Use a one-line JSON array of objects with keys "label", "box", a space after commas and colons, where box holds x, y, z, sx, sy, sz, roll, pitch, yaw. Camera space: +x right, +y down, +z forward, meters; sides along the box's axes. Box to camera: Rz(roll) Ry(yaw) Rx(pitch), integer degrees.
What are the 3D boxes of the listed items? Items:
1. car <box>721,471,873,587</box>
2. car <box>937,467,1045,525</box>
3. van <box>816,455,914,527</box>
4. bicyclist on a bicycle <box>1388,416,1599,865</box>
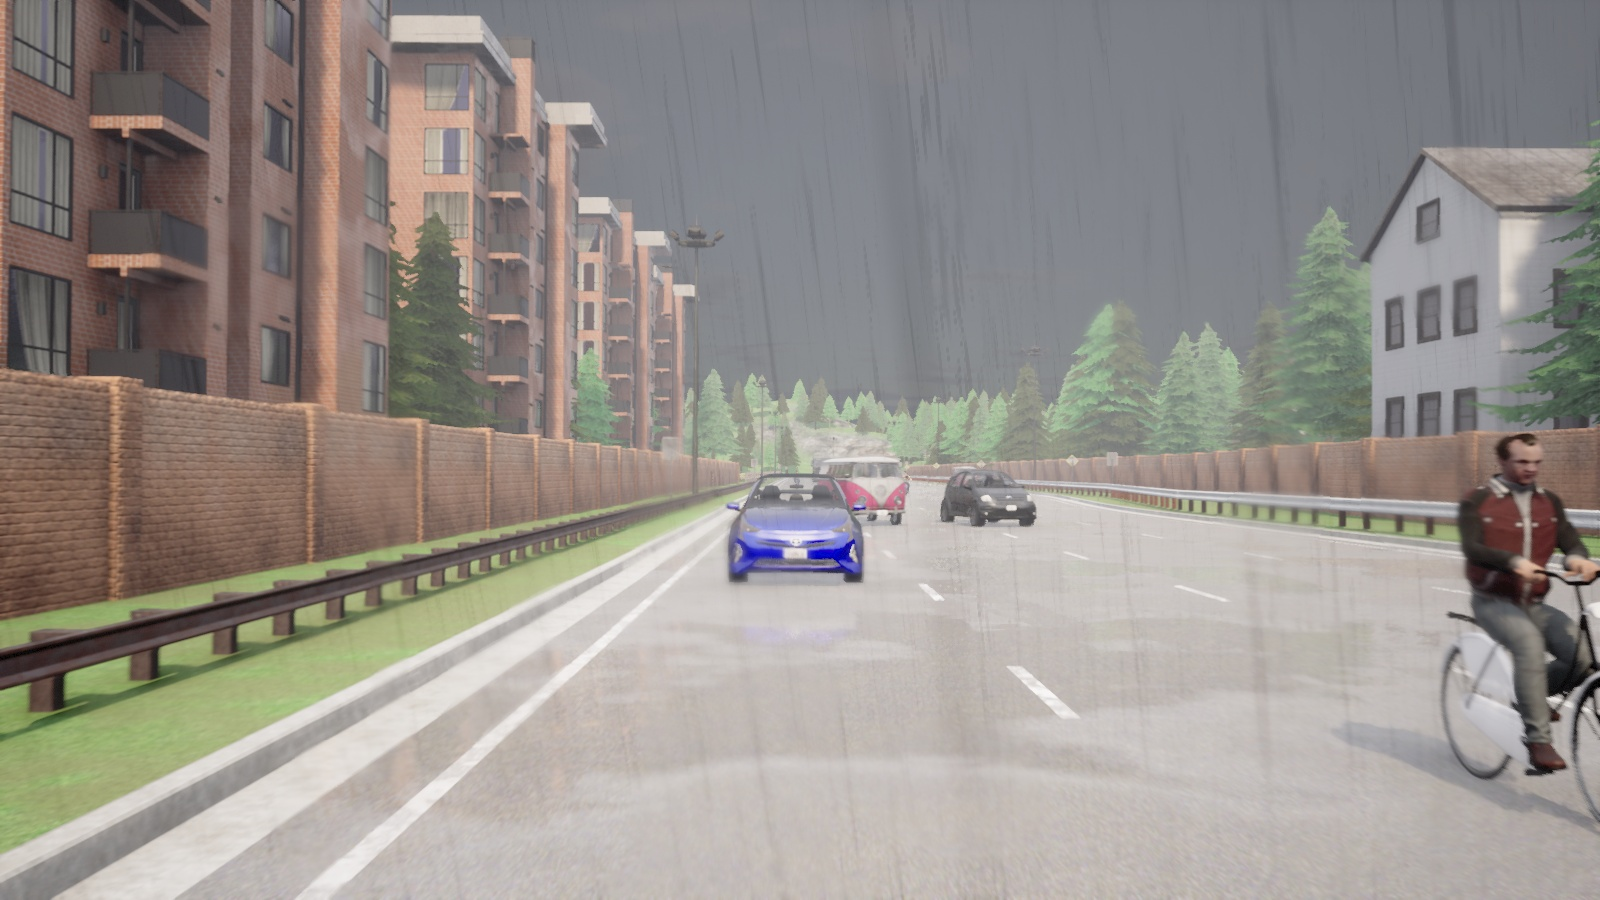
[{"label": "car", "box": [-0.046, 1.077, 18.856, 2.007, 1.525, 4.514, 0, -1, 0]}, {"label": "car", "box": [5.531, 1.307, 36.799, 1.851, 1.617, 3.988, 0, -1, -12]}, {"label": "van", "box": [1.851, 1.184, 37.294, 1.775, 1.987, 4.442, 0, -1, -12]}, {"label": "bicyclist on a bicycle", "box": [3.485, 0.768, 5.784, 0.659, 1.776, 1.843, 0, -1, 0]}]
